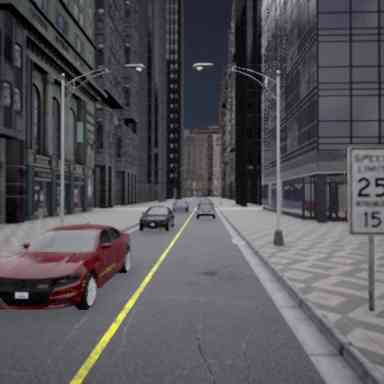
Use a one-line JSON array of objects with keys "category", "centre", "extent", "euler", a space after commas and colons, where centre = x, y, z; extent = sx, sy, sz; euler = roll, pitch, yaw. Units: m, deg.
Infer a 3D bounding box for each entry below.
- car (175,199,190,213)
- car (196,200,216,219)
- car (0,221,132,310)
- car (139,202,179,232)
[{"category": "car", "centre": [-1.413, 1.741, 43.056], "extent": [2.097, 1.767, 4.553], "euler": [0, 0, 2]}, {"category": "car", "centre": [1.390, 1.868, 33.138], "extent": [2.033, 1.411, 5.357], "euler": [0, 0, 2]}, {"category": "car", "centre": [-2.849, 1.562, 8.272], "extent": [1.882, 1.535, 5.008], "euler": [0, -1, 2]}, {"category": "car", "centre": [-2.241, 1.702, 22.319], "extent": [1.882, 1.535, 5.008], "euler": [0, -1, 3]}]
